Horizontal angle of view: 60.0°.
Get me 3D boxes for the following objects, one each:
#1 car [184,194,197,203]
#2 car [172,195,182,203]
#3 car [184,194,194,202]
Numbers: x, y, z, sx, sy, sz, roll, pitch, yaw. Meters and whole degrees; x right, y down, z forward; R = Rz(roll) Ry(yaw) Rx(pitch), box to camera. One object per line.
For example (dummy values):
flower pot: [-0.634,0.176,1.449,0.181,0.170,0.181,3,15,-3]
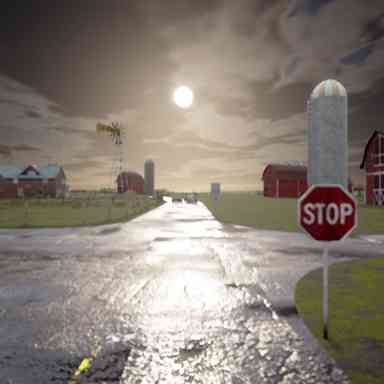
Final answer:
car: [-0.007,1.303,61.626,2.128,1.511,4.902,0,0,-2]
car: [-2.942,1.357,65.725,1.994,1.385,4.181,0,0,-2]
car: [-0.664,1.249,71.735,1.837,1.490,4.892,0,0,-6]
